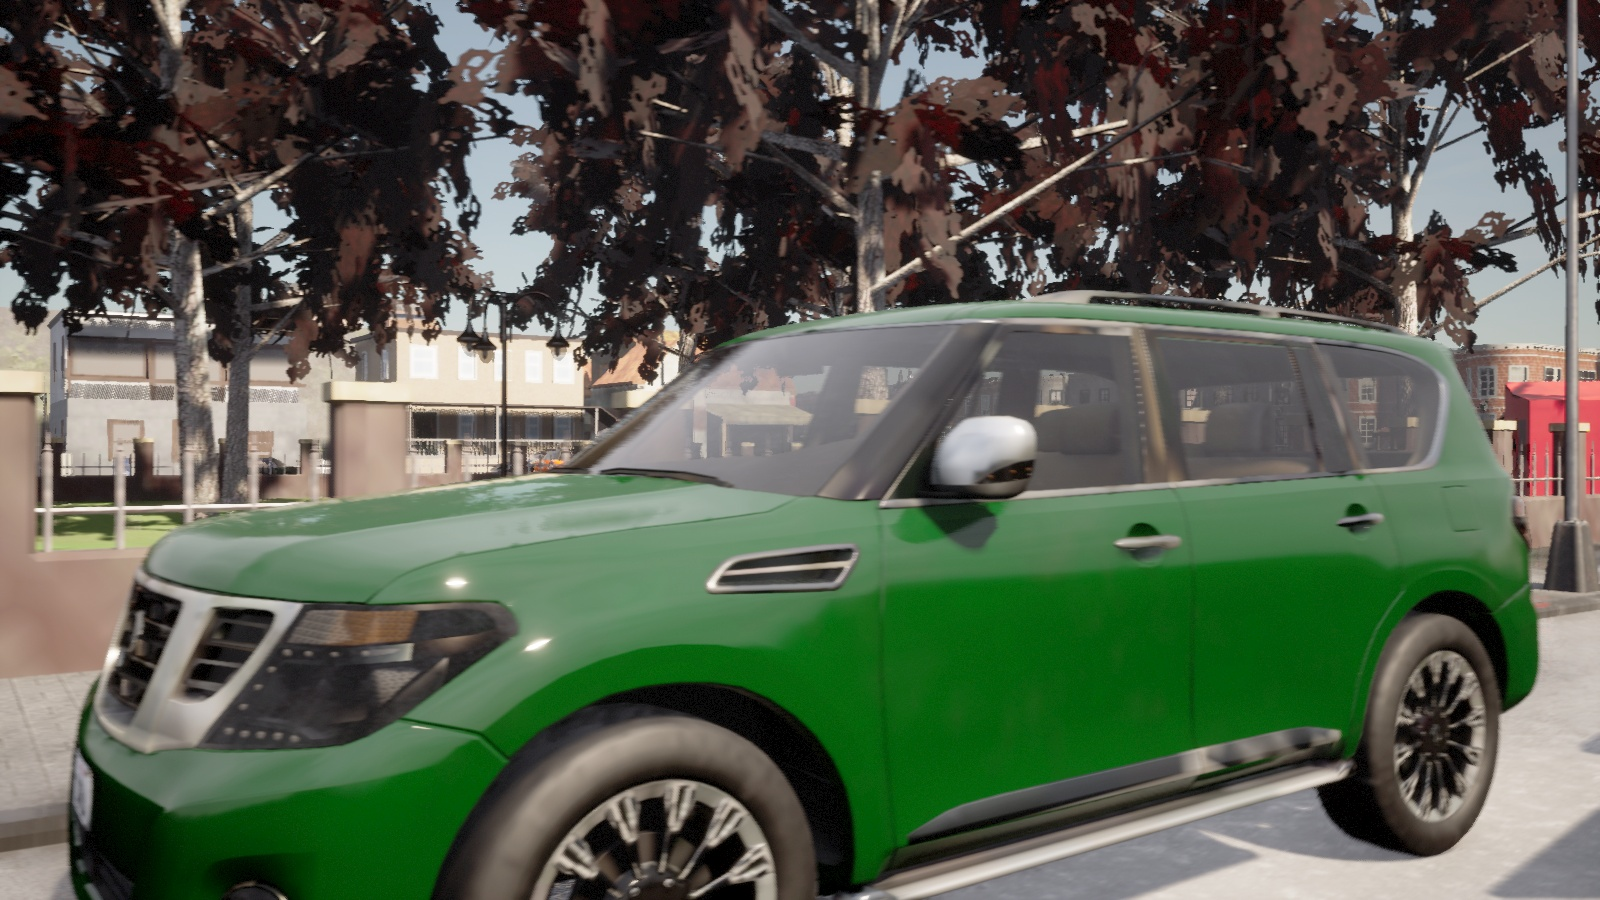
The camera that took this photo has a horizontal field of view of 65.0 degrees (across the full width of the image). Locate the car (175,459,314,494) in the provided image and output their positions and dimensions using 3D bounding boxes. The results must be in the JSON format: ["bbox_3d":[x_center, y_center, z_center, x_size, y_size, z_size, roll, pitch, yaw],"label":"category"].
[{"bbox_3d":[-21.722,1.012,49.196,4.718,1.301,1.895,0,0,-35],"label":"car"}]

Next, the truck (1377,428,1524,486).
[{"bbox_3d":[29.154,0.332,56.436,2.627,2.467,5.204,0,0,-35],"label":"truck"}]

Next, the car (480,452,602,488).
[{"bbox_3d":[-11.587,0.864,56.240,4.902,1.511,2.128,0,0,-35],"label":"car"}]

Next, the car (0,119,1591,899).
[{"bbox_3d":[0.418,0.474,4.562,5.566,2.045,2.150,0,0,-35],"label":"car"}]

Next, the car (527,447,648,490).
[{"bbox_3d":[-8.978,0.753,53.182,4.553,1.767,2.097,0,0,-35],"label":"car"}]
